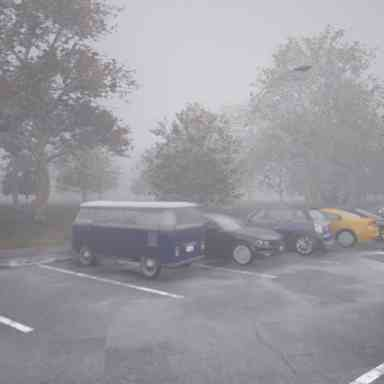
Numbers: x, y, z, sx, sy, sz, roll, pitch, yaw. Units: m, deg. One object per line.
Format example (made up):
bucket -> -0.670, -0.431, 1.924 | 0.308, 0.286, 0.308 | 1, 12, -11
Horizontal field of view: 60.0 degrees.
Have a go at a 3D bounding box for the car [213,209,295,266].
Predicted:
car -> 0.705, 1.487, 11.663 | 5.008, 1.535, 2.097 | -1, -1, 35

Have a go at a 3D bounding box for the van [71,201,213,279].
van -> -1.830, 1.261, 10.017 | 4.442, 1.987, 1.878 | -1, -1, 35

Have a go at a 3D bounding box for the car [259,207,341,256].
car -> 3.171, 1.363, 13.324 | 4.553, 1.767, 2.185 | -1, -1, 35

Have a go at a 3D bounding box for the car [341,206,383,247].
car -> 5.600, 1.492, 15.024 | 5.008, 1.535, 2.097 | -1, -1, 35
